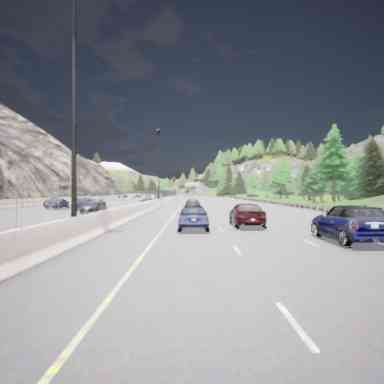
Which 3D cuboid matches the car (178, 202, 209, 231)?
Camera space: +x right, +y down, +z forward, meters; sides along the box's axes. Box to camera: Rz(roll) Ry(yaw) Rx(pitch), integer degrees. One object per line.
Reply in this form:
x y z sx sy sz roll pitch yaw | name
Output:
0.093 1.556 20.529 2.033 1.411 5.357 0 0 0 | car

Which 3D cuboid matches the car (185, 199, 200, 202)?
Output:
0.086 1.582 42.631 1.994 1.385 4.181 0 0 0 | car

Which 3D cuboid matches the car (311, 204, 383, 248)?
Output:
7.095 1.357 15.021 2.097 1.767 4.553 0 0 0 | car

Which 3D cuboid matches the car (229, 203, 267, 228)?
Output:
3.593 1.486 22.055 1.882 1.535 5.008 0 0 0 | car
